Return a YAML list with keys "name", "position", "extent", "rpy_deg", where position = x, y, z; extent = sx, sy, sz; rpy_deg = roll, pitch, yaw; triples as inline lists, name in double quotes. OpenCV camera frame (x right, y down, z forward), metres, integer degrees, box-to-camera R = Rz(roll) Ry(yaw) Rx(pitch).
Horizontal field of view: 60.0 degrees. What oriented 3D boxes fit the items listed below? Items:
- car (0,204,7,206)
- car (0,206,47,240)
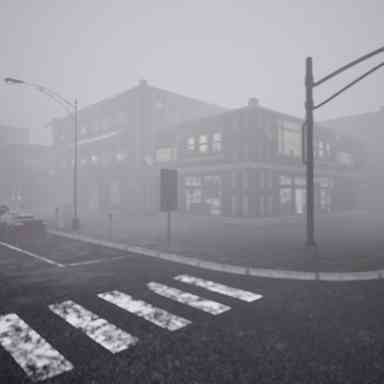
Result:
- name: "car"
  position: [-12.495, 1.433, 20.612]
  extent: [1.967, 1.590, 4.097]
  rpy_deg: [2, -1, -44]
- name: "car"
  position: [-8.633, 1.576, 16.628]
  extent: [1.802, 1.307, 4.206]
  rpy_deg: [2, -1, -44]
